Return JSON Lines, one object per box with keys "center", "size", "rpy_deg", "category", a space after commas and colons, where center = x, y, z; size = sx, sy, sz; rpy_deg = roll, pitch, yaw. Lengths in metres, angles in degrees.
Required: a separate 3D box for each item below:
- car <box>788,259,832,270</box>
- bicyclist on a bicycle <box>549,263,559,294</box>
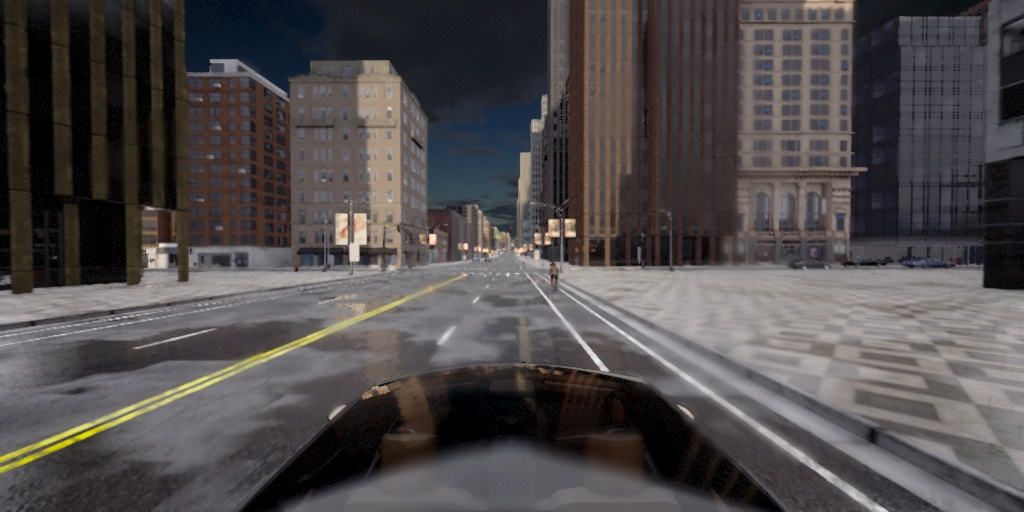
{"center": [38.635, 1.146, 46.537], "size": [4.892, 1.490, 1.837], "rpy_deg": [0, 1, 0], "category": "car"}
{"center": [2.251, 1.205, 19.179], "size": [0.582, 1.620, 1.656], "rpy_deg": [0, 0, 0], "category": "bicyclist on a bicycle"}
